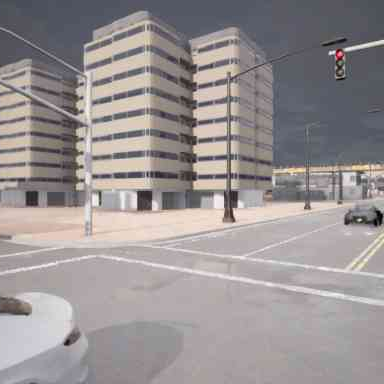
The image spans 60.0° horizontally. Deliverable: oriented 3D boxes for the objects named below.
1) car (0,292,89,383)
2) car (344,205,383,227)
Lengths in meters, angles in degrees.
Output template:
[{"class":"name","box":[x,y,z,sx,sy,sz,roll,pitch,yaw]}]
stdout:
[{"class":"car","box":[-2.859,1.530,2.046,1.812,1.442,4.674,0,0,35]},{"class":"car","box":[11.728,1.568,22.664,1.994,1.385,4.181,0,0,35]}]
